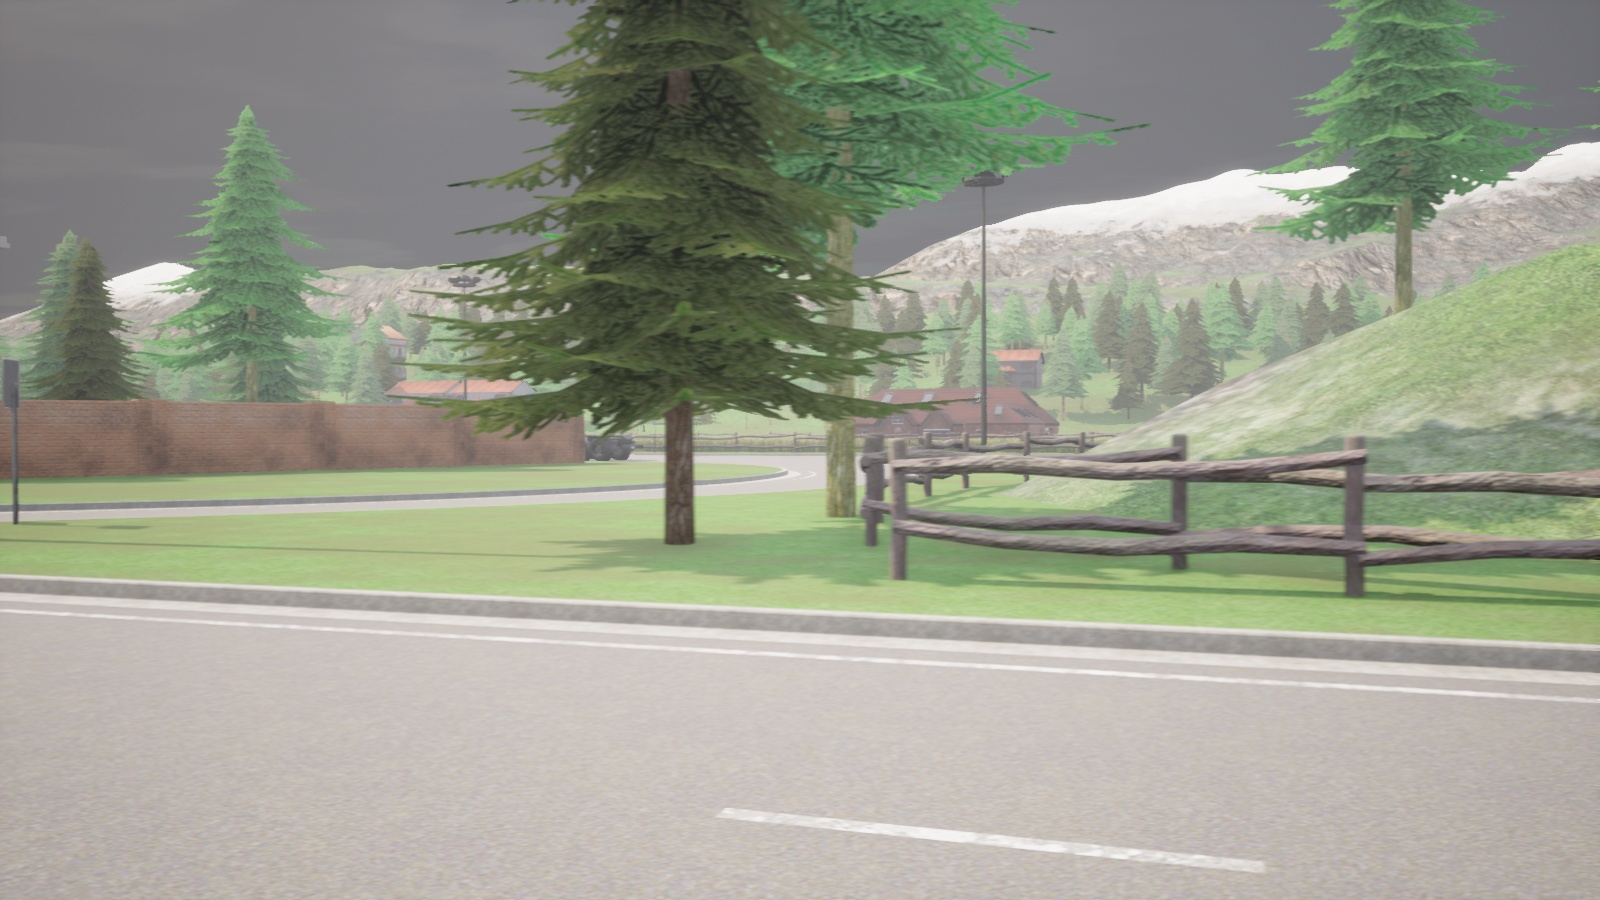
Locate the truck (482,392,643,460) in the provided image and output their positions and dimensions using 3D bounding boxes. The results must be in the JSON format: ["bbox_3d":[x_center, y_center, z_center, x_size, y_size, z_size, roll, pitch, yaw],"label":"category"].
[{"bbox_3d":[-12.524,-1.262,66.136,7.936,3.462,2.891,1,1,19],"label":"truck"}]
